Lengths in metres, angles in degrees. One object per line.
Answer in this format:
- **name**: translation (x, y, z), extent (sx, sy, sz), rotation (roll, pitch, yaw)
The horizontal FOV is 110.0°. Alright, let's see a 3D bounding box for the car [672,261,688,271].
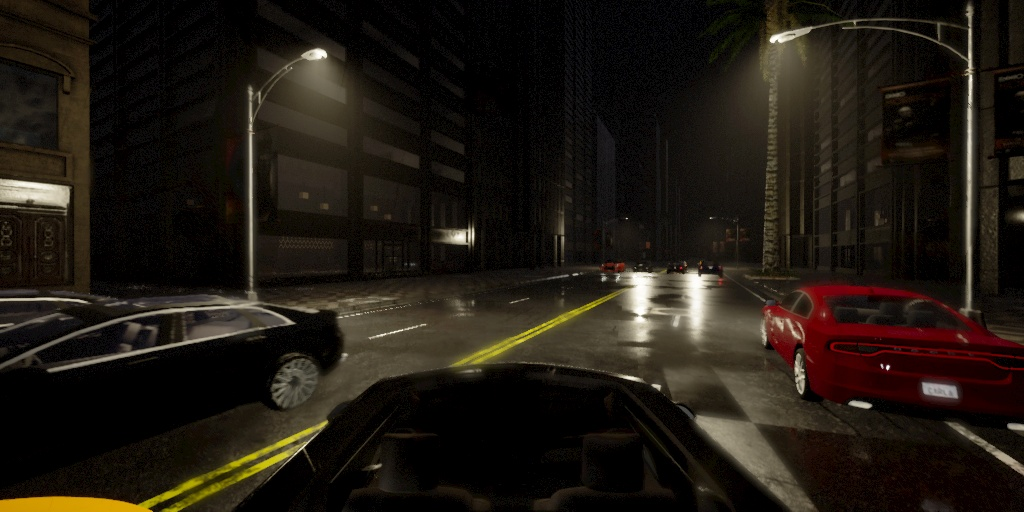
- **car**: translation (23.559, 1.376, 50.258), extent (1.895, 1.301, 4.718), rotation (0, 0, 27)

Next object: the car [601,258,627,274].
- **car**: translation (11.988, 1.116, 42.427), extent (2.097, 1.767, 4.553), rotation (0, 0, 27)

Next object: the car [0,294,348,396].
- **car**: translation (-4.242, 1.241, 3.822), extent (2.128, 1.511, 4.902), rotation (0, 0, 27)

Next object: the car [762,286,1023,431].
- **car**: translation (5.516, 1.228, 5.869), extent (1.882, 1.535, 5.008), rotation (0, 0, 27)

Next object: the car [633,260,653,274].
- **car**: translation (15.323, 1.269, 41.802), extent (1.837, 1.490, 4.892), rotation (0, 0, 27)

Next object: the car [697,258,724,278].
- **car**: translation (19.305, 1.114, 34.939), extent (2.097, 1.767, 4.553), rotation (0, 0, 27)

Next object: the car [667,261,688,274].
- **car**: translation (18.667, 1.313, 40.762), extent (2.033, 1.411, 5.357), rotation (0, 0, 27)

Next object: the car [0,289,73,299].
- **car**: translation (-7.485, 1.241, 4.626), extent (2.128, 1.511, 4.902), rotation (0, 0, 27)
